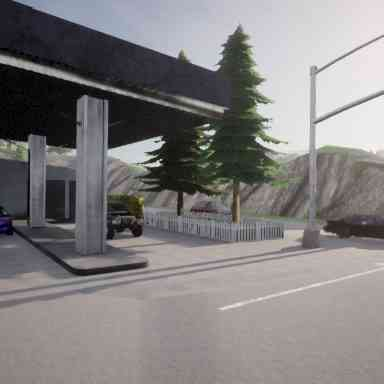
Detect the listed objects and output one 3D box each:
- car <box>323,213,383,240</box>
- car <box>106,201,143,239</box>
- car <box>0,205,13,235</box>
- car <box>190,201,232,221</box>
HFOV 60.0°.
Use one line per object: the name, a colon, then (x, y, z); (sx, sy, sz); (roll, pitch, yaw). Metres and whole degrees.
car: (9.663, 1.842, 17.353); (2.033, 1.411, 5.357); (1, -1, -35)
car: (-4.313, 1.448, 18.354); (1.905, 1.878, 3.866); (1, 0, -35)
car: (-11.442, 1.524, 18.627); (2.242, 1.667, 4.611); (1, 0, -35)
car: (1.796, 1.575, 28.732); (2.097, 1.767, 4.553); (1, 0, -35)
